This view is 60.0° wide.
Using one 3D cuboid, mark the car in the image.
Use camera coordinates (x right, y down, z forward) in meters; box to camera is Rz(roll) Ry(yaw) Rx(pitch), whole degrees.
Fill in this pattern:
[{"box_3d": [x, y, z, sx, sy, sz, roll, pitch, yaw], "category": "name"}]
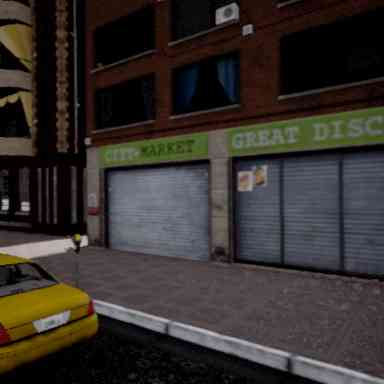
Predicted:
[{"box_3d": [-3.597, 1.585, 5.441, 4.829, 1.417, 1.752, -1, -1, 35], "category": "car"}]
